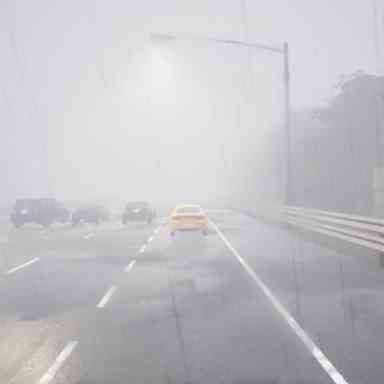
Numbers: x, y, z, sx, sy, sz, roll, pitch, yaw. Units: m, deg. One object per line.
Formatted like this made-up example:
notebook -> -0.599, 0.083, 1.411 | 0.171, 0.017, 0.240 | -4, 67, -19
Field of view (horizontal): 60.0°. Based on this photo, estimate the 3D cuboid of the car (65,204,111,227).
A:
car -> -7.300, 1.633, 24.369 | 1.837, 1.490, 4.892 | -1, 0, -1

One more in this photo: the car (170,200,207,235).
car -> -0.210, 1.458, 18.712 | 1.882, 1.535, 5.008 | -1, 0, -1

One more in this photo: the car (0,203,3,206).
car -> -28.798, 2.050, 52.950 | 2.128, 1.511, 4.902 | -1, 0, 0

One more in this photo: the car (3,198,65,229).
car -> -10.800, 1.428, 23.987 | 2.150, 2.045, 5.566 | -1, 0, -1

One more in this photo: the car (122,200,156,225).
car -> -3.919, 1.403, 25.269 | 2.097, 1.767, 4.553 | -1, 0, -1

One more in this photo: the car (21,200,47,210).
car -> -25.305, 2.005, 53.408 | 1.812, 1.442, 4.674 | -1, 0, 0

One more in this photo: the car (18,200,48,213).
car -> -21.753, 1.918, 45.722 | 1.837, 1.490, 4.892 | -1, 0, 0
